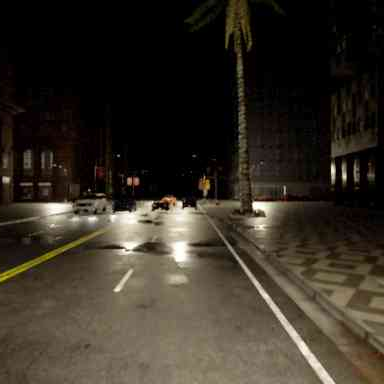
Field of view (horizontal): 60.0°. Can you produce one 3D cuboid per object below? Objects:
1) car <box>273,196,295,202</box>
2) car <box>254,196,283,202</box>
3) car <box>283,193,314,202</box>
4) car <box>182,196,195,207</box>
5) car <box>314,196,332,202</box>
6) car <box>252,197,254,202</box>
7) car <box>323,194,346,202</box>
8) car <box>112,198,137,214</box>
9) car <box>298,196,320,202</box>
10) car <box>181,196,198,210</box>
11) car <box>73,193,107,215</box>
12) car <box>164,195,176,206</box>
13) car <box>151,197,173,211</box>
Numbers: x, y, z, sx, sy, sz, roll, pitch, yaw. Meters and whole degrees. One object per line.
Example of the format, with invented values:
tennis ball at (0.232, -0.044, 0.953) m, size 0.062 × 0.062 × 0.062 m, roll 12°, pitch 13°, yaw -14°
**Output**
car at (20.085, 1.481, 72.918) m, size 4.313 × 1.339 × 1.947 m, roll 0°, pitch 0°, yaw -1°
car at (14.664, 1.433, 64.251) m, size 4.206 × 1.307 × 1.802 m, roll 0°, pitch 0°, yaw -1°
car at (20.300, 1.131, 64.398) m, size 5.009 × 1.841 × 2.192 m, roll 0°, pitch 0°, yaw -1°
car at (-0.512, 1.412, 50.688) m, size 1.882 × 1.535 × 5.008 m, roll 0°, pitch 0°, yaw -1°
car at (25.938, 1.350, 64.542) m, size 4.313 × 1.339 × 1.947 m, roll 0°, pitch -1°, yaw -1°
car at (14.447, 1.516, 72.772) m, size 4.313 × 1.339 × 1.947 m, roll 0°, pitch 0°, yaw -1°
car at (31.358, 1.291, 73.211) m, size 4.097 × 1.590 × 1.967 m, roll 0°, pitch 0°, yaw -1°
car at (-6.941, 1.403, 34.599) m, size 1.882 × 1.535 × 5.008 m, roll 0°, pitch 0°, yaw -1°
car at (25.722, 1.465, 73.064) m, size 4.206 × 1.307 × 1.802 m, roll 0°, pitch 0°, yaw -1°
car at (-0.317, 1.417, 41.198) m, size 1.837 × 1.490 × 4.892 m, roll 0°, pitch 0°, yaw 0°
car at (-10.185, 1.158, 33.619) m, size 2.150 × 2.045 × 5.566 m, roll 0°, pitch 0°, yaw 0°
car at (-3.689, 1.306, 53.302) m, size 2.097 × 1.767 × 4.553 m, roll 0°, pitch 0°, yaw -1°
car at (-3.538, 1.518, 38.615) m, size 1.895 × 1.301 × 4.718 m, roll 0°, pitch 0°, yaw -1°
